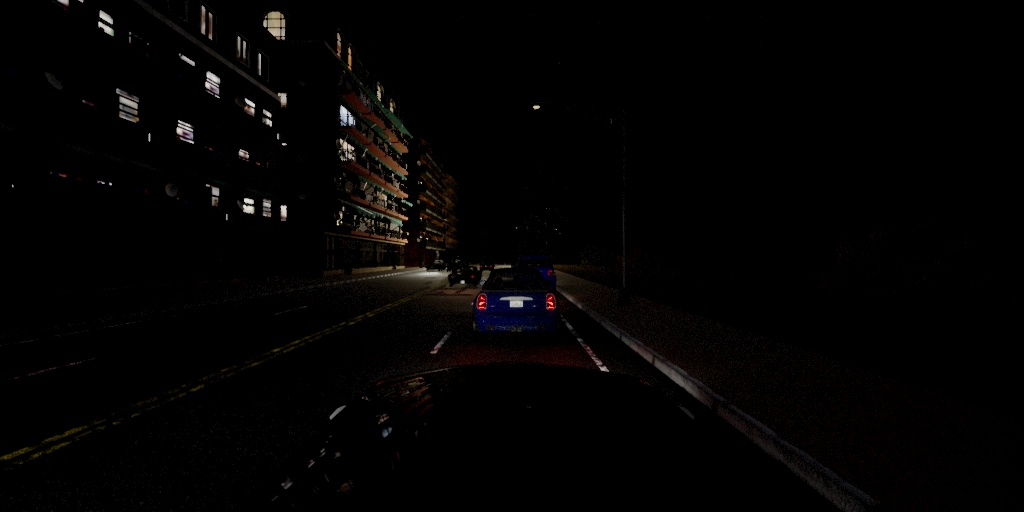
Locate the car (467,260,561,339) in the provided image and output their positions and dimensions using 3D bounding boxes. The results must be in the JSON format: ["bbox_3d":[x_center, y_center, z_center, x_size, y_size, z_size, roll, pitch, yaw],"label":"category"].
[{"bbox_3d":[0.098,1.104,10.224,2.097,1.767,4.553,0,0,0],"label":"car"}]

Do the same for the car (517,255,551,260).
[{"bbox_3d":[1.137,0.978,19.799,2.150,2.045,5.566,0,0,0],"label":"car"}]

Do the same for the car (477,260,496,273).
[{"bbox_3d":[-3.146,1.301,45.613,2.033,1.411,5.357,0,0,0],"label":"car"}]

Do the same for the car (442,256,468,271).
[{"bbox_3d":[-6.598,0.975,43.598,2.150,2.045,5.566,0,0,0],"label":"car"}]

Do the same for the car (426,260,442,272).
[{"bbox_3d":[-9.845,1.245,46.528,2.128,1.511,4.902,0,0,0],"label":"car"}]

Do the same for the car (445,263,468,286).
[{"bbox_3d":[-3.151,1.354,25.130,1.895,1.301,4.718,0,0,0],"label":"car"}]
